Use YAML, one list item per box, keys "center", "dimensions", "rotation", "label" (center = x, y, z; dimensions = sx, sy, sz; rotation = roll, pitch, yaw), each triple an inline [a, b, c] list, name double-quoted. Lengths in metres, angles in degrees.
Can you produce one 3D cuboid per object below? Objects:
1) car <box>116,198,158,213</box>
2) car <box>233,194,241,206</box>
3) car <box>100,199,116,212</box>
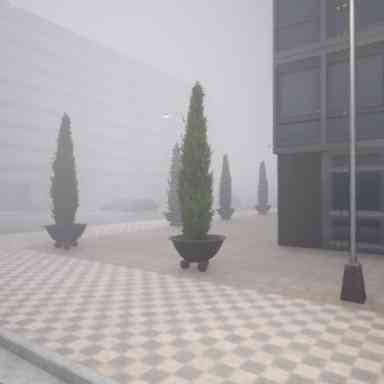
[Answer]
- center: [-5.889, 1.540, 37.840]
  dimensions: [1.837, 1.490, 4.892]
  rotation: [0, 0, 36]
  label: "car"
- center: [5.894, 1.315, 53.884]
  dimensions: [2.150, 2.045, 5.566]
  rotation: [0, 0, 36]
  label: "car"
- center: [-8.716, 1.552, 39.903]
  dimensions: [1.837, 1.490, 4.892]
  rotation: [0, 0, 36]
  label: "car"
